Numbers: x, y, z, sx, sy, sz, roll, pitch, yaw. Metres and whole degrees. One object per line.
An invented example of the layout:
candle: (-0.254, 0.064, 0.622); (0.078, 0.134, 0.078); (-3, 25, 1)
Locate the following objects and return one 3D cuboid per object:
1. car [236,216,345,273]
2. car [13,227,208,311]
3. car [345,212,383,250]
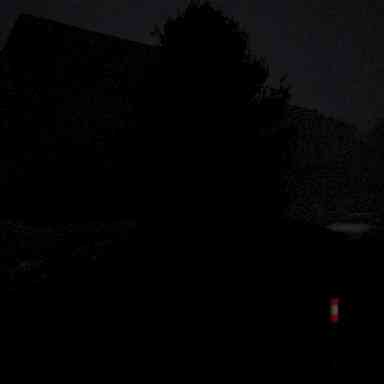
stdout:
car: (2.924, 1.674, 11.710); (5.008, 1.535, 2.097); (0, 0, -36)
car: (-1.735, 1.682, 8.409); (4.892, 1.521, 2.231); (0, 0, -33)
car: (7.892, 1.682, 15.475); (4.674, 1.452, 2.002); (-1, 1, -38)
